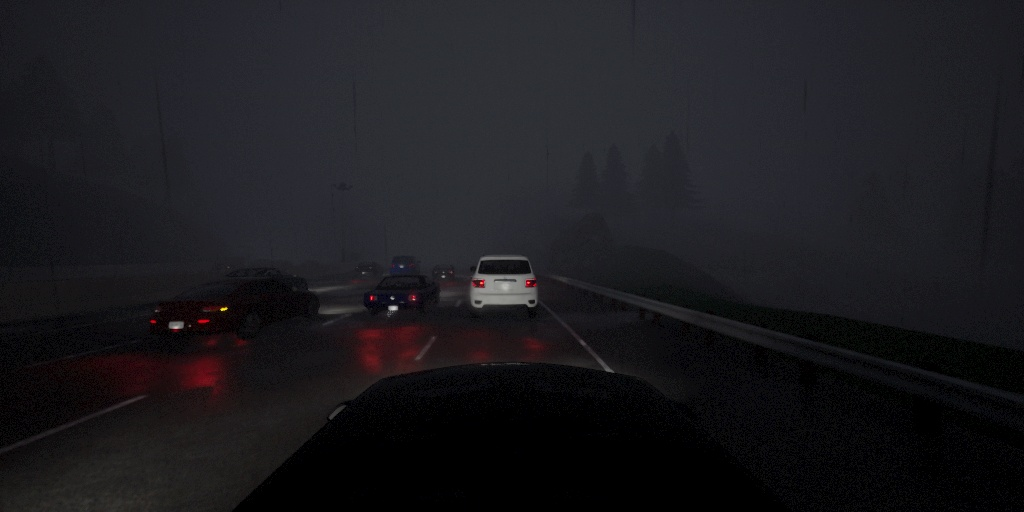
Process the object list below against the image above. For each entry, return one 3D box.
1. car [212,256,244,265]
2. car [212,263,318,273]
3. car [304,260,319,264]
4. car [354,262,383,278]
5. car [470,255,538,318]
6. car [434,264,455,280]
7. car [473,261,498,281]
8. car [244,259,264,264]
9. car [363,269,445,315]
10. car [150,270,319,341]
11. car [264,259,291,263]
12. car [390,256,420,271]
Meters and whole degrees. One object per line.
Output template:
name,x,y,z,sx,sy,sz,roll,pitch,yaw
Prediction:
car,-38.928,1.056,49.472,2.150,2.045,5.566,0,0,-16
car,-11.124,1.266,16.204,2.128,1.511,4.902,0,0,-5
car,-28.333,1.337,50.501,1.812,1.442,4.674,0,0,-16
car,-13.471,1.270,33.929,2.128,1.511,4.902,0,0,-10
car,-0.365,0.972,13.269,2.150,2.045,5.566,0,0,-4
car,-5.864,1.363,31.097,1.895,1.301,4.718,0,0,-9
car,-2.461,1.259,31.822,1.837,1.490,4.892,0,0,-9
car,-35.891,1.180,51.359,2.097,1.767,4.553,0,0,-17
car,-3.893,1.359,13.551,1.895,1.301,4.718,0,0,-4
car,-7.198,1.291,9.883,1.812,1.442,4.674,0,0,-2
car,-31.610,1.310,49.239,2.128,1.511,4.902,0,0,-16
car,-9.686,0.992,32.708,2.150,2.045,5.566,0,0,-10
